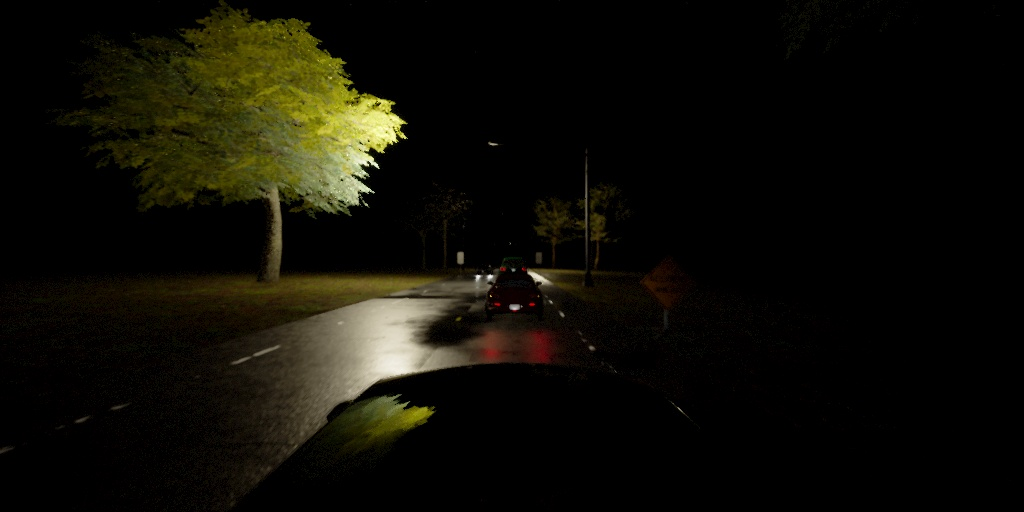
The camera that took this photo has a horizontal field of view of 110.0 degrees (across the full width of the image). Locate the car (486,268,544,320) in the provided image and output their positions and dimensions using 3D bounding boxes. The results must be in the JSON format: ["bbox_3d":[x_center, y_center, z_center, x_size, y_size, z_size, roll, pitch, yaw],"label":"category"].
[{"bbox_3d":[0.096,1.339,12.843,1.812,1.442,4.674,0,0,0],"label":"car"}]

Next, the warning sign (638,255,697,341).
[{"bbox_3d":[3.557,0.899,8.310,1.300,1.860,1.060,0,0,0],"label":"warning sign"}]

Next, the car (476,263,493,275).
[{"bbox_3d":[-3.534,1.667,46.115,1.837,1.490,4.892,0,-1,0],"label":"car"}]

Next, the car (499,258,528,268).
[{"bbox_3d":[0.117,1.180,29.267,2.150,2.045,5.566,0,-1,0],"label":"car"}]
